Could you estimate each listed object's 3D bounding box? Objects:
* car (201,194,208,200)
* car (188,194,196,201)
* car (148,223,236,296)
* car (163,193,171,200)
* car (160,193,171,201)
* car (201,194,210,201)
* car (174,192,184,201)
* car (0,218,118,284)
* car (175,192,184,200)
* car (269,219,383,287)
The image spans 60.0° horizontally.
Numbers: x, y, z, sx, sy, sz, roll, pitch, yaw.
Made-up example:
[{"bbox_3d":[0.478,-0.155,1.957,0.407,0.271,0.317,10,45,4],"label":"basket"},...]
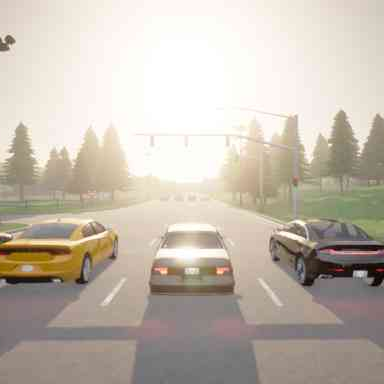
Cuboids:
[{"bbox_3d":[3.490,1.356,93.934,1.812,1.442,4.674,0,0,0],"label":"car"},{"bbox_3d":[-0.009,1.346,83.867,2.097,1.767,4.553,0,0,0],"label":"car"},{"bbox_3d":[0.004,1.547,8.828,2.033,1.411,5.357,0,0,0],"label":"car"},{"bbox_3d":[-7.010,1.187,93.903,2.097,1.767,4.553,0,0,0],"label":"car"},{"bbox_3d":[-7.009,1.491,83.513,1.837,1.490,4.892,0,0,0],"label":"car"},{"bbox_3d":[3.491,1.516,83.931,1.812,1.442,4.674,0,0,0],"label":"car"},{"bbox_3d":[-3.509,1.469,83.514,1.882,1.535,5.008,0,0,0],"label":"car"},{"bbox_3d":[-3.488,1.478,9.582,1.882,1.535,5.008,0,0,1],"label":"car"},{"bbox_3d":[-3.510,1.057,93.964,2.150,2.045,5.566,0,0,0],"label":"car"},{"bbox_3d":[3.511,1.491,9.349,2.128,1.511,4.902,0,0,0],"label":"car"}]
